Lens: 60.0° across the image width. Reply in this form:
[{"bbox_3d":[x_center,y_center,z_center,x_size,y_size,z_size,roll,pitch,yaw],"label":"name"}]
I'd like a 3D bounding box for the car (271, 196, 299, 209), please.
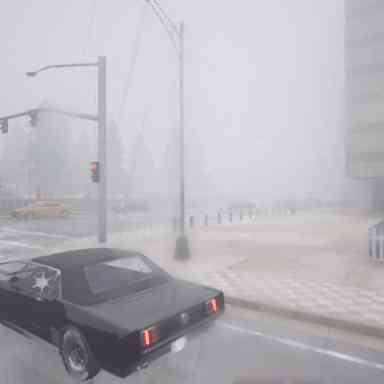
[{"bbox_3d":[12.351,1.627,44.566,1.895,1.301,4.718,0,0,36],"label":"car"}]

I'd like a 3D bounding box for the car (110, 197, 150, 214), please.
[{"bbox_3d":[-6.707,1.398,36.295,2.097,1.767,4.553,0,0,36],"label":"car"}]

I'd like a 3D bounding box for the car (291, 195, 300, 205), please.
[{"bbox_3d":[17.375,1.385,57.626,2.097,1.767,4.553,0,0,36],"label":"car"}]

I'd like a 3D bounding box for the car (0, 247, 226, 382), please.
[{"bbox_3d":[-1.912,1.609,5.477,4.718,1.301,1.895,0,0,37],"label":"car"}]

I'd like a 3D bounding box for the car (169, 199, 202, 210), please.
[{"bbox_3d":[-0.733,1.593,44.648,2.033,1.411,5.357,0,0,36],"label":"car"}]

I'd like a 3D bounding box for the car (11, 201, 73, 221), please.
[{"bbox_3d":[-12.568,1.523,28.094,1.882,1.535,5.008,0,0,36],"label":"car"}]

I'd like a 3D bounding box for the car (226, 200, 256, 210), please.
[{"bbox_3d":[6.289,1.634,42.103,1.895,1.301,4.718,0,0,36],"label":"car"}]

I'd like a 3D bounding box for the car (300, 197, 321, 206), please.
[{"bbox_3d":[20.172,1.532,55.518,1.837,1.490,4.892,0,0,36],"label":"car"}]
